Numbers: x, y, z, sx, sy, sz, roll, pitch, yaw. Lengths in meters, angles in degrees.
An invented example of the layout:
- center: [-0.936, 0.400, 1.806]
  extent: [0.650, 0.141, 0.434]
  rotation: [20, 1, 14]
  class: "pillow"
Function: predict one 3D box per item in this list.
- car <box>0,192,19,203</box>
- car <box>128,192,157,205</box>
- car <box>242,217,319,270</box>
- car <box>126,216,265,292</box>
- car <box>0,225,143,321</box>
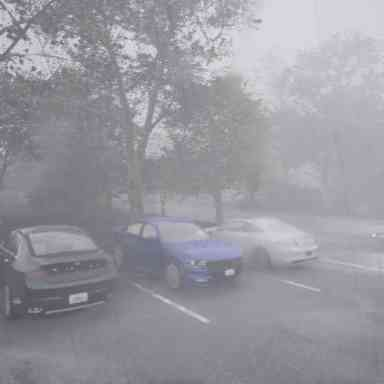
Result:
- center: [-26.334, 0.780, 45.244]
  extent: [5.008, 1.535, 1.882]
  rotation: [0, -1, -34]
  class: "car"
- center: [-6.815, 0.794, 45.096]
  extent: [4.553, 1.767, 2.097]
  rotation: [1, 3, 44]
  class: "car"
- center: [1.952, 1.553, 11.196]
  extent: [2.002, 1.452, 4.674]
  rotation: [0, 0, -35]
  class: "car"
- center: [-0.616, 1.500, 9.374]
  extent: [2.097, 1.535, 5.008]
  rotation: [0, 0, -35]
  class: "car"
- center: [-3.275, 1.488, 7.464]
  extent: [2.231, 1.521, 4.892]
  rotation: [0, 0, -36]
  class: "car"
